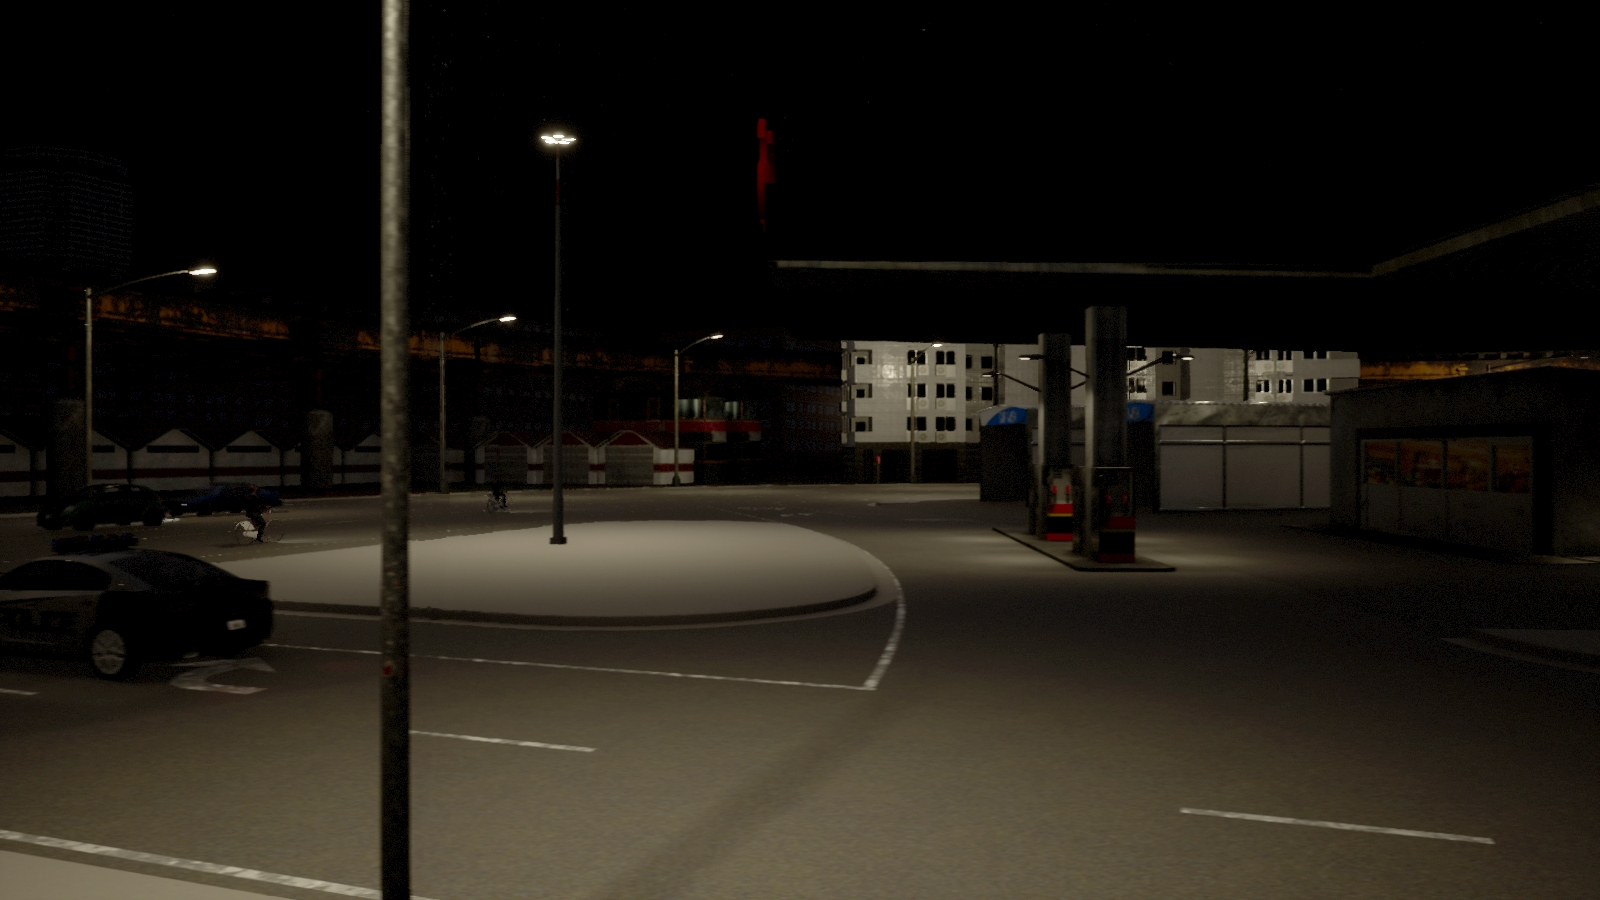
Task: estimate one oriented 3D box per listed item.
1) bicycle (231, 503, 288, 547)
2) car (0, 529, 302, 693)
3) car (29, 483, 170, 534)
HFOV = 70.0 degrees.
[{"bbox_3d":[-16.107,2.221,34.102,0.329,1.196,1.835,0,0,20],"label":"bicycle"},{"bbox_3d":[-9.453,1.995,15.117,5.238,1.638,2.097,0,0,20],"label":"car"},{"bbox_3d":[-24.868,2.032,40.717,1.851,1.617,3.988,0,0,21],"label":"car"}]
